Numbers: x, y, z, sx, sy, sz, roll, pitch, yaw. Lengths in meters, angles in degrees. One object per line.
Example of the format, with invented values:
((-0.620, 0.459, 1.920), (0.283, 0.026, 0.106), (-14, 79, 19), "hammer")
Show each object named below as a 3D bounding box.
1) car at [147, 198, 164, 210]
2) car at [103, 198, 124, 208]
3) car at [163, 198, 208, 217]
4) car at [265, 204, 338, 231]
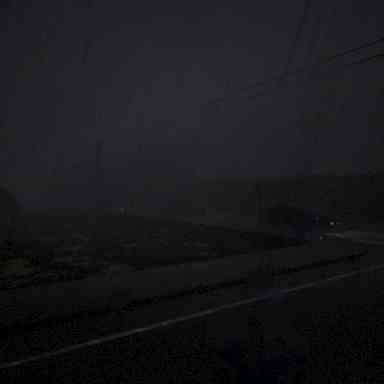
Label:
((-4.171, 1.512, 43.667), (2.128, 1.511, 4.902), (0, 0, -34), "car")
((-11.318, 1.599, 47.804), (1.994, 1.385, 4.181), (0, 0, -33), "car")
((-0.436, 1.502, 31.723), (1.882, 1.535, 5.008), (0, 0, -35), "car")
((6.763, 1.527, 21.032), (1.837, 1.490, 4.892), (0, 1, -31), "car")
